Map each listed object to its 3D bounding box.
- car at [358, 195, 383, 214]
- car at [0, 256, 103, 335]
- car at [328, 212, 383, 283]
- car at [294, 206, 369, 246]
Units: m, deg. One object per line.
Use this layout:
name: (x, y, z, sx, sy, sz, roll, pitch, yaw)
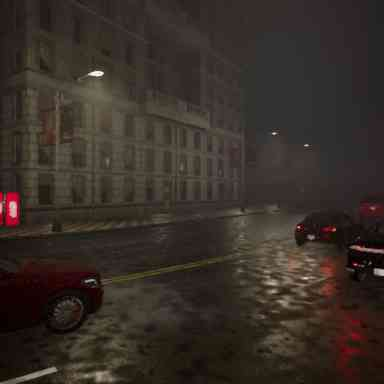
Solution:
car: (13.997, 1.211, 24.892, 2.150, 2.045, 5.566, 0, 0, 37)
car: (-3.753, 1.520, 5.077, 4.674, 1.442, 1.812, 0, 0, -34)
car: (5.671, 1.486, 8.726, 2.128, 1.511, 4.902, 0, 0, 44)
car: (5.943, 1.518, 14.275, 1.812, 1.442, 4.674, 0, 0, 39)
